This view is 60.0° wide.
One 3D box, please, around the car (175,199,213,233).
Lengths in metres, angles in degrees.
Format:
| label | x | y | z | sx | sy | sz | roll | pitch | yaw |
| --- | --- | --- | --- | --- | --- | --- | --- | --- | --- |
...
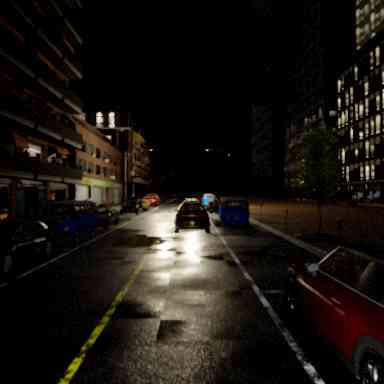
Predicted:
| label | x | y | z | sx | sy | sz | roll | pitch | yaw |
| --- | --- | --- | --- | --- | --- | --- | --- | --- | --- |
| car | 0.010 | 1.436 | 19.492 | 1.882 | 1.535 | 5.008 | 0 | 1 | 0 |

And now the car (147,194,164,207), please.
| label | x | y | z | sx | sy | sz | roll | pitch | yaw |
| --- | --- | --- | --- | --- | --- | --- | --- | --- | --- |
| car | -5.903 | 1.219 | 49.186 | 2.192 | 1.841 | 5.009 | 1 | 0 | 0 |

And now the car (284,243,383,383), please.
| label | x | y | z | sx | sy | sz | roll | pitch | yaw |
| --- | --- | --- | --- | --- | --- | --- | --- | --- | --- |
| car | 2.688 | 1.427 | 4.669 | 1.967 | 1.590 | 4.097 | 1 | 0 | 0 |

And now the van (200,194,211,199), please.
| label | x | y | z | sx | sy | sz | roll | pitch | yaw |
| --- | --- | --- | --- | --- | --- | --- | --- | --- | --- |
| van | 2.476 | 1.237 | 49.226 | 1.690 | 1.788 | 3.998 | 1 | 0 | 0 |

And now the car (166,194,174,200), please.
| label | x | y | z | sx | sy | sz | roll | pitch | yaw |
| --- | --- | --- | --- | --- | --- | --- | --- | --- | --- |
| car | -6.119 | 1.389 | 93.744 | 1.947 | 1.339 | 4.313 | 1 | 0 | 0 |

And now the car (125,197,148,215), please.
| label | x | y | z | sx | sy | sz | roll | pitch | yaw |
| --- | --- | --- | --- | --- | --- | --- | --- | --- | --- |
| car | -5.826 | 1.488 | 32.477 | 2.008 | 1.369 | 4.403 | 1 | 0 | 0 |

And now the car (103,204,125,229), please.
| label | x | y | z | sx | sy | sz | roll | pitch | yaw |
| --- | --- | --- | --- | --- | --- | --- | --- | --- | --- |
| car | -5.772 | 1.486 | 21.169 | 1.752 | 1.417 | 4.829 | 1 | 0 | 0 |

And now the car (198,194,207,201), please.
| label | x | y | z | sx | sy | sz | roll | pitch | yaw |
| --- | --- | --- | --- | --- | --- | --- | --- | --- | --- |
| car | 2.342 | 1.284 | 77.073 | 1.967 | 1.590 | 4.097 | 1 | 0 | 0 |

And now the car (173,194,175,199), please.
| label | x | y | z | sx | sy | sz | roll | pitch | yaw |
| --- | --- | --- | --- | --- | --- | --- | --- | --- | --- |
| car | -6.093 | 1.378 | 88.174 | 1.887 | 1.381 | 4.507 | 1 | 0 | 0 |

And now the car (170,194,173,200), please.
| label | x | y | z | sx | sy | sz | roll | pitch | yaw |
| --- | --- | --- | --- | --- | --- | --- | --- | --- | --- |
| car | -6.040 | 1.435 | 77.035 | 1.802 | 1.307 | 4.206 | 1 | 0 | 0 |

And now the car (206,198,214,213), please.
| label | x | y | z | sx | sy | sz | roll | pitch | yaw |
| --- | --- | --- | --- | --- | --- | --- | --- | --- | --- |
| car | 2.553 | 1.511 | 32.516 | 1.802 | 1.307 | 4.206 | 1 | 0 | 0 |

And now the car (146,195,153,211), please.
| label | x | y | z | sx | sy | sz | roll | pitch | yaw |
| --- | --- | --- | --- | --- | --- | --- | --- | --- | --- |
| car | -5.852 | 1.452 | 37.878 | 1.752 | 1.417 | 4.829 | 1 | 0 | 0 |

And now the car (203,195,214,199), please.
| label | x | y | z | sx | sy | sz | roll | pitch | yaw |
| --- | --- | --- | --- | --- | --- | --- | --- | --- | --- |
| car | 2.526 | 1.443 | 38.255 | 1.752 | 1.417 | 4.829 | 1 | 0 | 0 |

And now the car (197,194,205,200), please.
| label | x | y | z | sx | sy | sz | roll | pitch | yaw |
| --- | --- | --- | --- | --- | --- | --- | --- | --- | --- |
| car | 2.288 | 1.369 | 88.213 | 1.887 | 1.381 | 4.507 | 1 | 0 | 0 |

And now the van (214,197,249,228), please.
| label | x | y | z | sx | sy | sz | roll | pitch | yaw |
| --- | --- | --- | --- | --- | --- | --- | --- | --- | --- |
| van | 2.610 | 1.293 | 21.378 | 1.690 | 1.788 | 3.998 | 1 | 0 | 0 |

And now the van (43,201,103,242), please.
| label | x | y | z | sx | sy | sz | roll | pitch | yaw |
| --- | --- | --- | --- | --- | --- | --- | --- | --- | --- |
| van | -5.744 | 1.314 | 15.769 | 1.690 | 1.788 | 3.998 | 1 | 0 | 0 |

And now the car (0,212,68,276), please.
| label | x | y | z | sx | sy | sz | roll | pitch | yaw |
| --- | --- | --- | --- | --- | --- | --- | --- | --- | --- |
| car | -5.721 | 1.535 | 10.199 | 2.008 | 1.369 | 4.403 | 1 | 0 | 0 |

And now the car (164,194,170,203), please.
| label | x | y | z | sx | sy | sz | roll | pitch | yaw |
| --- | --- | --- | --- | --- | --- | --- | --- | --- | --- |
| car | -5.987 | 1.418 | 65.895 | 1.887 | 1.381 | 4.507 | 1 | 0 | 0 |

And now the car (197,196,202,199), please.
| label | x | y | z | sx | sy | sz | roll | pitch | yaw |
| --- | --- | --- | --- | --- | --- | --- | --- | --- | --- |
| car | -0.083 | 1.518 | 39.790 | 1.895 | 1.301 | 4.718 | 0 | 0 | 0 |

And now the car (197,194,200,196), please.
| label | x | y | z | sx | sy | sz | roll | pitch | yaw |
| --- | --- | --- | --- | --- | --- | --- | --- | --- | --- |
| car | 2.393 | 1.389 | 66.104 | 1.752 | 1.417 | 4.829 | 1 | 0 | 0 |
